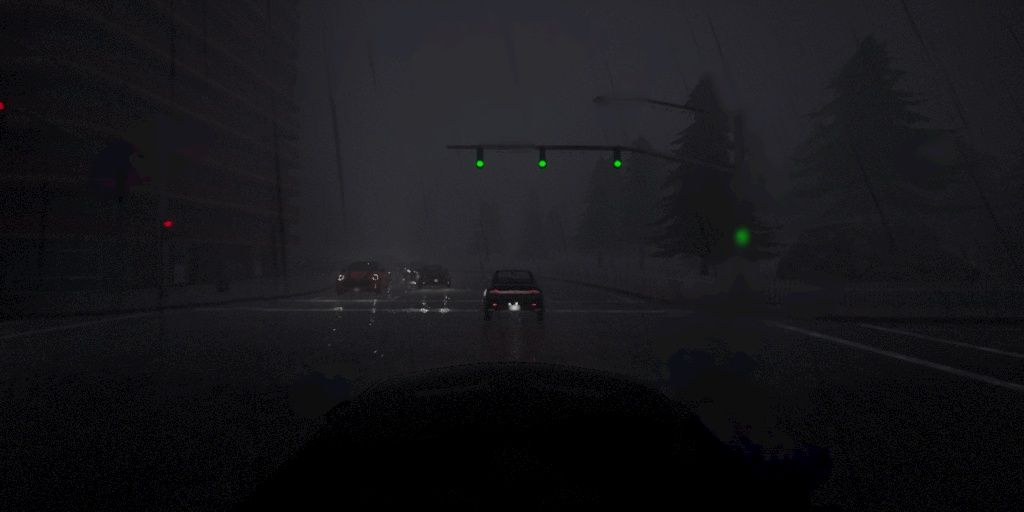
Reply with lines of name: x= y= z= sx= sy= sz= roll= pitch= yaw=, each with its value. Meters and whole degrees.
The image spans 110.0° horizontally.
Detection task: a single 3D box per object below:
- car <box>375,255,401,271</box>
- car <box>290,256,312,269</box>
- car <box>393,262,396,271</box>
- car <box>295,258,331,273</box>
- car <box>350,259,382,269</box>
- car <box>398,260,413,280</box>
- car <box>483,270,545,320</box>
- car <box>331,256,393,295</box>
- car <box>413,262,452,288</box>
car: x=-13.645 y=0.926 z=39.181 sx=2.150 sy=2.045 sz=5.566 roll=0 pitch=0 yaw=-41
car: x=-33.799 y=1.158 z=54.670 sx=5.008 sy=1.535 sz=1.882 roll=0 pitch=0 yaw=9
car: x=-10.643 y=1.304 z=28.140 sx=1.895 sy=1.301 sz=4.718 roll=0 pitch=0 yaw=-26
car: x=-23.335 y=1.238 z=43.011 sx=5.357 sy=1.411 sz=2.033 roll=0 pitch=0 yaw=34
car: x=-22.191 y=1.225 z=54.391 sx=4.674 sy=1.442 sz=1.812 roll=0 pitch=0 yaw=23
car: x=-8.185 y=1.234 z=30.997 sx=1.812 sy=1.442 sz=4.674 roll=0 pitch=0 yaw=-29
car: x=0.020 y=1.217 z=12.506 sx=2.128 sy=1.511 sz=4.902 roll=0 pitch=0 yaw=-1
car: x=-8.004 y=1.054 z=19.546 sx=2.097 sy=1.767 sz=4.553 roll=0 pitch=0 yaw=-13
car: x=-5.124 y=1.273 z=23.199 sx=1.994 sy=1.385 sz=4.181 roll=0 pitch=0 yaw=-18
